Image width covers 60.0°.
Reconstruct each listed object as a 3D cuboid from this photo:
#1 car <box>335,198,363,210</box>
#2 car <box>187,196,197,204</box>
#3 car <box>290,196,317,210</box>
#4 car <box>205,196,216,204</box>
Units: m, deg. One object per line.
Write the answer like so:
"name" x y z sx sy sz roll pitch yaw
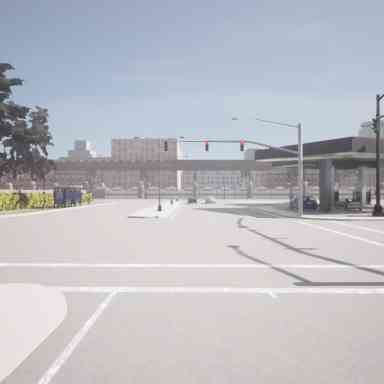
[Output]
"car" 18.995 1.456 40.486 1.970 1.475 3.806 0 0 0
"car" 0.063 1.547 64.417 2.033 1.411 5.357 0 0 0
"car" 13.249 1.295 39.729 2.242 1.667 4.611 0 0 0
"car" 3.563 1.525 64.414 1.812 1.442 4.674 0 0 0
